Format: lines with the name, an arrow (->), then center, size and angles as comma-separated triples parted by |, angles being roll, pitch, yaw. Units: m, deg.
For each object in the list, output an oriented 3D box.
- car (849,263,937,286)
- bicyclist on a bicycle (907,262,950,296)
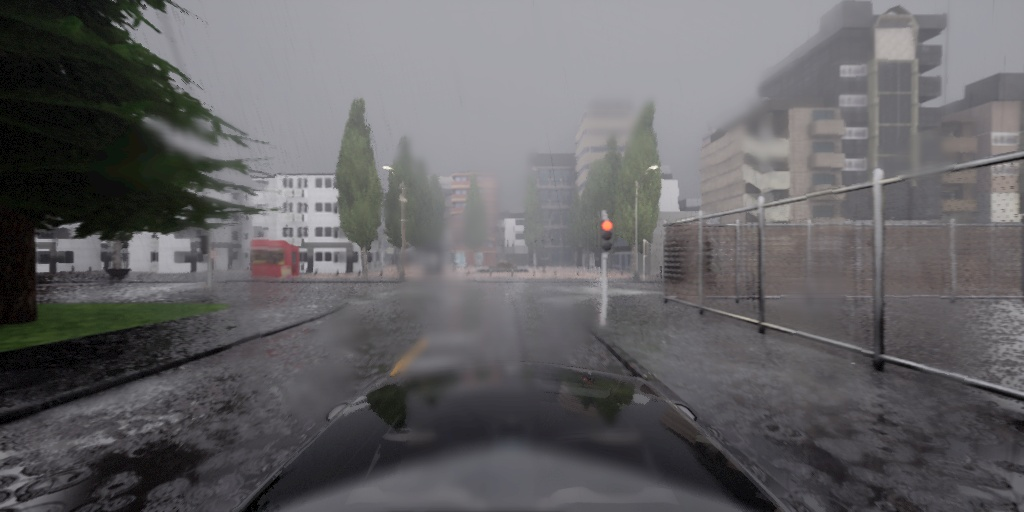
car -> 25.766, 1.211, 24.308 | 4.892, 1.490, 1.837 | 0, 0, 0
bicyclist on a bicycle -> 18.474, 1.067, 15.923 | 0.582, 1.620, 1.656 | 1, 0, 0
